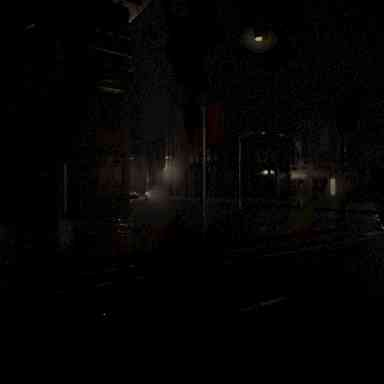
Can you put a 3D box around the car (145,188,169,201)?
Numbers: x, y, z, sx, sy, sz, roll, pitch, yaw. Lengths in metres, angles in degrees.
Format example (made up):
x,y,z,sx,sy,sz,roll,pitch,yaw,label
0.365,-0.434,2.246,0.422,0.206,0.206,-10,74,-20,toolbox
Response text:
x,y,z,sx,sy,sz,roll,pitch,yaw,label
-6.070,0.371,56.955,2.150,2.045,5.566,0,1,-35,car

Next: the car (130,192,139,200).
x,y,z,sx,sy,sz,roll,pitch,yaw,label
-11.351,0.647,59.146,2.033,1.411,5.357,0,1,-35,car

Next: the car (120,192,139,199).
x,y,z,sx,sy,sz,roll,pitch,yaw,label
-12.306,0.611,65.662,1.895,1.301,4.718,0,1,-35,car

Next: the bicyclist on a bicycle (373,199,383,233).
x,y,z,sx,sy,sz,roll,pitch,yaw,label
9.980,1.242,17.457,1.843,1.776,0.659,0,0,-35,bicyclist on a bicycle
